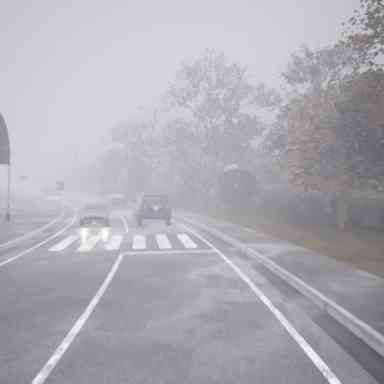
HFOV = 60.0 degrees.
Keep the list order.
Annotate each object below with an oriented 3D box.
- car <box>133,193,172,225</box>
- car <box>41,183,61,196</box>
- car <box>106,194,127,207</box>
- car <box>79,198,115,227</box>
[{"bbox_3d":[-2.828,1.101,22.991,2.150,2.045,5.566,1,1,-14],"label":"car"},{"bbox_3d":[-25.166,-0.475,59.319,2.150,2.045,5.566,2,2,-39],"label":"car"},{"bbox_3d":[-9.394,0.944,41.109,1.882,1.535,5.008,1,1,-25],"label":"car"},{"bbox_3d":[-6.393,1.396,22.169,2.033,1.411,5.357,0,1,-14],"label":"car"}]
